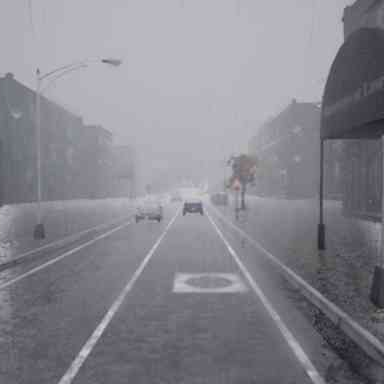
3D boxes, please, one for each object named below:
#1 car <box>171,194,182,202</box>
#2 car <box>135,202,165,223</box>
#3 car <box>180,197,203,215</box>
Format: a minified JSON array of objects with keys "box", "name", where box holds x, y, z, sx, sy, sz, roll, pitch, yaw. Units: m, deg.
[{"box":[-3.018,1.117,65.607,2.097,1.767,4.553,0,0,0],"name":"car"},{"box":[-3.098,1.477,25.092,1.812,1.442,4.674,0,0,0],"name":"car"},{"box":[0.098,1.398,32.853,1.882,1.535,5.008,0,0,0],"name":"car"}]
